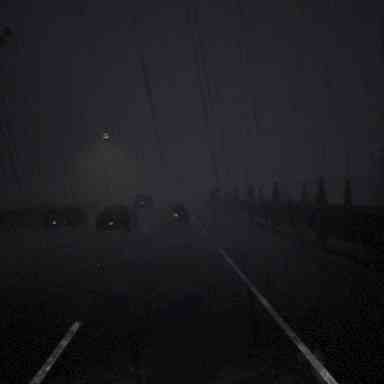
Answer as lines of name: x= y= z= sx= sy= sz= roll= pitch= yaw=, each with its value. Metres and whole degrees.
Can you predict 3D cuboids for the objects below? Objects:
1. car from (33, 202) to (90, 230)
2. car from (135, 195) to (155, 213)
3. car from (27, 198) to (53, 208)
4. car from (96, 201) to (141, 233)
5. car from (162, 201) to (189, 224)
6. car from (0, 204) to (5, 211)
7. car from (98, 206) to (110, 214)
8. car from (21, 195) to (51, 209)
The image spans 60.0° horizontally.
car: x=-8.046 y=1.575 z=21.563 sx=2.128 sy=1.511 sz=4.902 roll=0 pitch=0 yaw=-3
car: x=-5.546 y=1.324 z=38.964 sx=2.150 sy=2.045 sz=5.566 roll=0 pitch=0 yaw=-3
car: x=-16.136 y=1.723 z=36.884 sx=1.994 sy=1.385 sz=4.181 roll=0 pitch=0 yaw=-3
car: x=-4.465 y=1.538 z=20.242 sx=1.882 sy=1.535 sz=5.008 roll=0 pitch=0 yaw=-3
car: x=-1.248 y=1.614 z=25.318 sx=1.994 sy=1.385 sz=4.181 roll=0 pitch=0 yaw=-3
car: x=-23.183 y=1.748 z=37.464 sx=2.033 sy=1.411 sz=5.357 roll=0 pitch=0 yaw=-3
car: x=-22.316 y=4.517 z=84.935 sx=2.097 sy=1.767 sz=4.553 roll=0 pitch=-6 yaw=-3
car: x=-20.001 y=1.421 z=43.164 sx=2.150 sy=2.045 sz=5.566 roll=0 pitch=-1 yaw=-3
